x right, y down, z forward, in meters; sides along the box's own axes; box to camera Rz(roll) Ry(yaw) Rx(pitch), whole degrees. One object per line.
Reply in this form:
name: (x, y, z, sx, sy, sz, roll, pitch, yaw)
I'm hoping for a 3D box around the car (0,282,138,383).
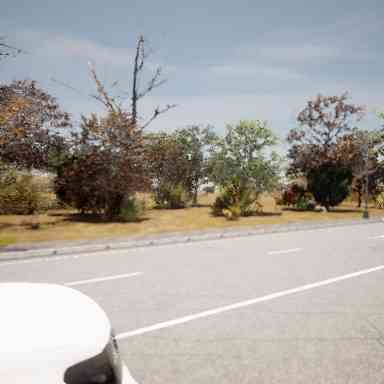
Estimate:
car: (-3.023, 1.201, 1.592, 5.566, 2.045, 2.150, 1, 0, -36)
